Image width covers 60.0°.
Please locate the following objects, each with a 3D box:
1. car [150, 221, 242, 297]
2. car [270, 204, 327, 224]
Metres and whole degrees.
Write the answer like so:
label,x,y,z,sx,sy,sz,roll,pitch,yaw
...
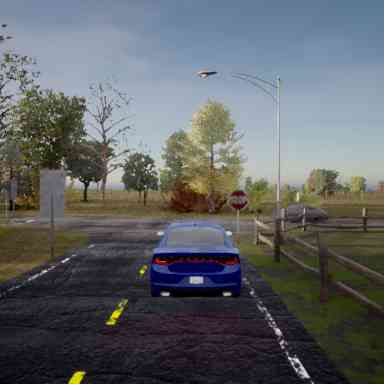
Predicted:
label,x,y,z,sx,sy,sz,roll,pitch,yaw
car,0.074,1.475,8.612,1.882,1.535,5.008,0,0,0
car,8.256,1.672,25.875,4.181,1.385,1.994,1,1,-4
